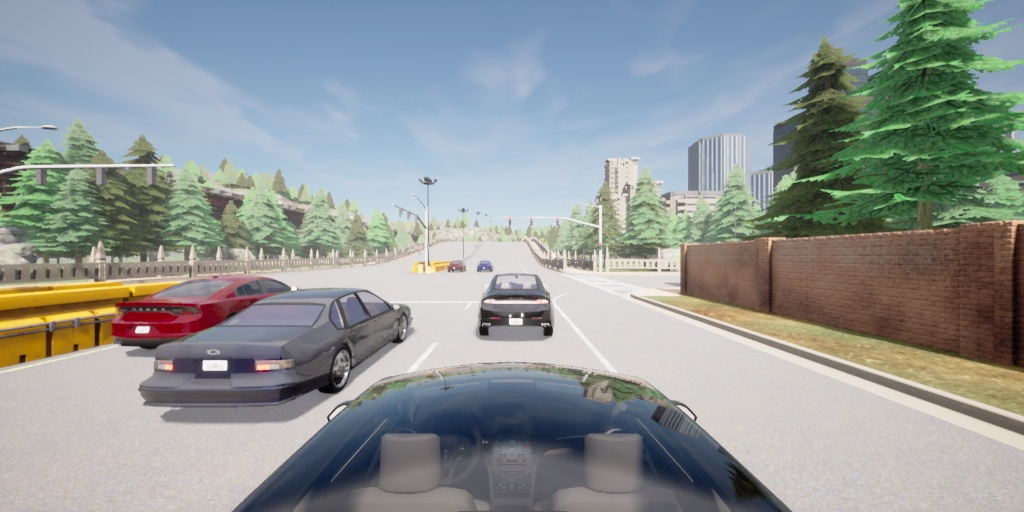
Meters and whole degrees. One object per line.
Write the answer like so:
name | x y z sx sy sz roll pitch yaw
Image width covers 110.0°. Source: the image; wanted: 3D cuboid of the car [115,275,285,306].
car | -6.898 1.226 9.171 1.882 1.535 5.008 0 0 0

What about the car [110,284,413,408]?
car | -3.398 1.296 6.607 2.033 1.411 5.357 0 0 0

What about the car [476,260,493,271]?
car | -3.391 1.264 45.645 1.812 1.442 4.674 0 0 0

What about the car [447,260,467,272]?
car | -6.887 1.264 45.099 1.812 1.442 4.674 0 0 0

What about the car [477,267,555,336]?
car | 0.130 1.239 10.353 2.128 1.511 4.902 0 0 1
